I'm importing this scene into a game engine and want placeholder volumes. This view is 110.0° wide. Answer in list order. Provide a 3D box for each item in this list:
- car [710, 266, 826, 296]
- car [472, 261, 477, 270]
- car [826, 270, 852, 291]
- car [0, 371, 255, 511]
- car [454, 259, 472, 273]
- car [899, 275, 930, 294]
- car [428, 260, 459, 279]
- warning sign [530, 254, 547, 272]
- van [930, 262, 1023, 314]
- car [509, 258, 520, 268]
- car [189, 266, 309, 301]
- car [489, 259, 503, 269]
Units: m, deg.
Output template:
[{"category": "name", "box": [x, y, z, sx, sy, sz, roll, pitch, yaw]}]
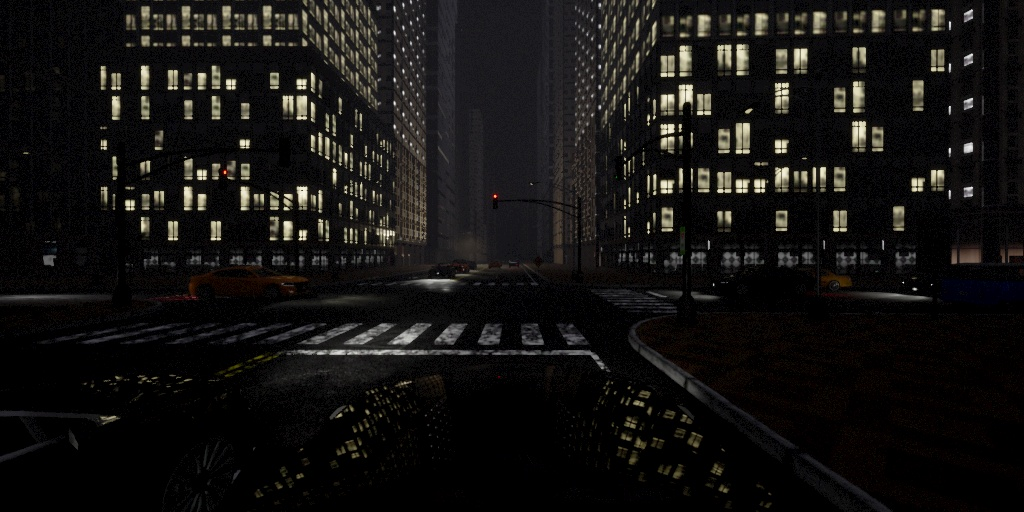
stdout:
[{"category": "car", "box": [13.064, 1.274, 18.836, 4.892, 1.490, 1.837, 0, 0, 2]}, {"category": "car", "box": [-6.354, 1.377, 53.825, 2.033, 1.411, 5.357, 0, 0, 0]}, {"category": "car", "box": [17.177, 1.294, 21.268, 4.829, 1.417, 1.751, 0, 0, 2]}, {"category": "car", "box": [-3.155, 1.241, 1.132, 2.128, 1.511, 4.902, 0, 0, 0]}, {"category": "car", "box": [-6.407, 1.154, 43.328, 2.097, 1.767, 4.553, 0, 0, 0]}, {"category": "car", "box": [23.464, 1.324, 18.412, 5.357, 1.411, 2.033, 0, 0, 2]}, {"category": "car", "box": [-6.453, 1.345, 33.331, 1.994, 1.385, 4.181, 0, 0, 0]}, {"category": "warning sign", "box": [3.033, 0.912, 41.321, 1.300, 1.860, 1.060, 0, 0, 0]}, {"category": "van", "box": [18.409, 1.120, 13.090, 3.998, 1.789, 1.690, 0, 0, 2]}, {"category": "car", "box": [0.390, 1.359, 64.826, 2.128, 1.511, 4.902, 0, 0, 1]}, {"category": "car", "box": [-12.329, 1.237, 16.999, 5.008, 1.535, 1.882, 0, 0, 1]}, {"category": "car", "box": [-2.876, 1.331, 60.945, 1.882, 1.535, 5.008, 0, -1, 0]}]
